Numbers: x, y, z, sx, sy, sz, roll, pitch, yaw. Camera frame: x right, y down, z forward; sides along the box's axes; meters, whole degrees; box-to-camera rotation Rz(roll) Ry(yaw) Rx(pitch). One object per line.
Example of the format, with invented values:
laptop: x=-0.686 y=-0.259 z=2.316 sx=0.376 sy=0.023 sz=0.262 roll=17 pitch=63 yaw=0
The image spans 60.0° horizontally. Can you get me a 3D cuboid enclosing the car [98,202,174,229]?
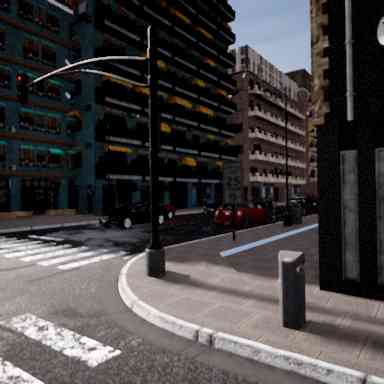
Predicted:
car: x=-3.533 y=1.391 z=20.658 sx=1.837 sy=1.490 sz=4.892 roll=-1 pitch=0 yaw=36

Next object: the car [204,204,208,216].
car: x=2.974 y=1.304 z=29.604 sx=1.837 sy=1.490 sz=4.892 roll=-1 pitch=0 yaw=36

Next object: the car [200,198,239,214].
car: x=2.865 y=1.370 z=33.847 sx=2.008 sy=1.369 sz=4.403 roll=-1 pitch=0 yaw=36

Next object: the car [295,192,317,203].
car: x=19.519 y=0.917 z=56.754 sx=2.192 sy=1.841 sz=5.009 roll=-1 pitch=0 yaw=36

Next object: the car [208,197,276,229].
car: x=3.069 y=1.194 z=19.694 sx=1.967 sy=1.590 sz=4.097 roll=-1 pitch=0 yaw=36

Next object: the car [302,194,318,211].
car: x=12.973 y=1.189 z=33.501 sx=1.947 sy=1.339 sz=4.313 roll=-1 pitch=0 yaw=36

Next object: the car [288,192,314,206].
car: x=14.717 y=1.135 z=45.637 sx=2.128 sy=1.511 sz=4.902 roll=-1 pitch=0 yaw=36
